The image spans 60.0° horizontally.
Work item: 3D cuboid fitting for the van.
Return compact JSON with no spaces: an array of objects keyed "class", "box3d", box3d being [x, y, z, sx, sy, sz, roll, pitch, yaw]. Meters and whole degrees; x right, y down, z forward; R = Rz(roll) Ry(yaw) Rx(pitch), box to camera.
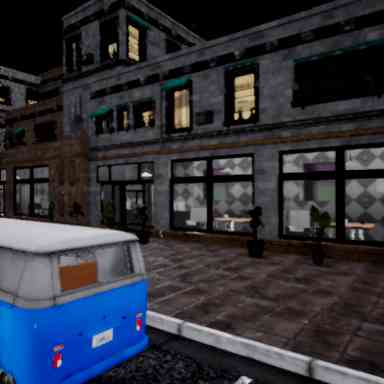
[{"class":"van","box3d":[-2.459,1.315,4.636,3.998,1.788,1.690,0,0,35]}]
